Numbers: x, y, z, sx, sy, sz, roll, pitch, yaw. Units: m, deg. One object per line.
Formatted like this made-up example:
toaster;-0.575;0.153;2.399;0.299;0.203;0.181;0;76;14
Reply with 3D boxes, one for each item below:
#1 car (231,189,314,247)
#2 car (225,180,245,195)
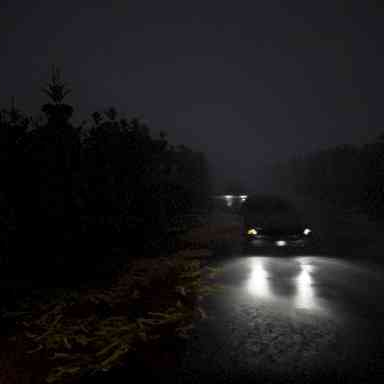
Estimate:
car;2.547;0.817;11.298;2.033;1.411;5.357;-1;3;5
car;4.536;-0.518;35.414;1.882;1.535;5.008;-1;2;5
